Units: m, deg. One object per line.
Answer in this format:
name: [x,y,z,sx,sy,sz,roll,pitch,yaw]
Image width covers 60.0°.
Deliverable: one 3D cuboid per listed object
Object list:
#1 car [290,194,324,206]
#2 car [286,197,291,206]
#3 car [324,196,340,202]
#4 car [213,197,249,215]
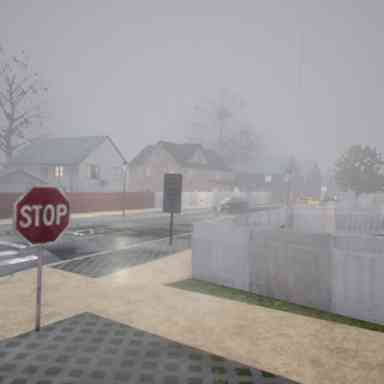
car: [14.637,1.407,42.077,1.882,1.535,5.008,4,3,37]
car: [15.026,1.153,47.132,2.097,1.767,4.553,4,3,39]
car: [20.933,1.383,49.952,2.128,1.511,4.902,4,3,41]
car: [3.843,1.276,32.124,2.128,1.511,4.902,4,2,35]
